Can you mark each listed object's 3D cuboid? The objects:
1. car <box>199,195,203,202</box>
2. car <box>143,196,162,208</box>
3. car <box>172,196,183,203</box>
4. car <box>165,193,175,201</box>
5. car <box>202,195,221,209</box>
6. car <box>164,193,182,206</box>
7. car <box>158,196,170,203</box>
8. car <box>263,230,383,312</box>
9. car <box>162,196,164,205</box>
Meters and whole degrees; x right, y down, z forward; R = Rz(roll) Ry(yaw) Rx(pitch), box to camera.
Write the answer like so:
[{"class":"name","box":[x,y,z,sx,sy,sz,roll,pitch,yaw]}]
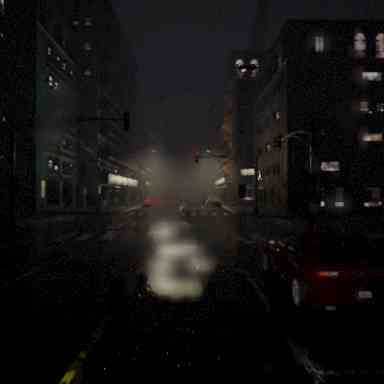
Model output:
[{"class":"car","box":[2.722,1.528,62.123,1.947,1.339,4.313,0,0,0]},{"class":"car","box":[-5.755,1.511,46.357,1.887,1.381,4.507,0,0,0]},{"class":"car","box":[-2.971,1.501,69.848,2.033,1.411,5.357,0,0,0]},{"class":"car","box":[-5.648,1.276,84.783,2.192,1.841,5.009,0,0,0]},{"class":"car","box":[2.827,1.406,45.132,1.967,1.590,4.097,0,0,0]},{"class":"car","box":[-3.025,1.442,54.372,1.882,1.535,5.008,0,0,1]},{"class":"car","box":[-5.656,1.527,67.790,1.947,1.339,4.313,0,0,0]},{"class":"car","box":[2.830,1.537,7.661,1.887,1.381,4.507,0,0,0]},{"class":"car","box":[-5.661,1.515,56.460,2.008,1.369,4.403,0,0,0]}]
